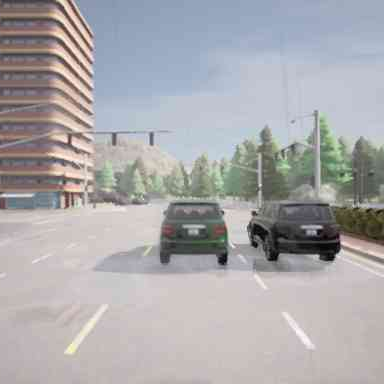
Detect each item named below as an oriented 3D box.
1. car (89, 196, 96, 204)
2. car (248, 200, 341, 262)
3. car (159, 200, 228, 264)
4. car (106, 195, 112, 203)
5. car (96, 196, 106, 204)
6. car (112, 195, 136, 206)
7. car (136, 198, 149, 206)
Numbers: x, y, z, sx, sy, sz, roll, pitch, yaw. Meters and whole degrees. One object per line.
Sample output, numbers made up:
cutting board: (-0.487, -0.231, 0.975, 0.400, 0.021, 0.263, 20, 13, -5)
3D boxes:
car: (-24.533, 1.973, 74.547, 4.892, 1.490, 1.837, 0, 0, 31)
car: (3.572, 1.303, 12.558, 2.150, 2.045, 5.566, 0, 0, 0)
car: (0.068, 1.295, 12.255, 2.150, 2.045, 5.566, 0, -1, 0)
car: (-22.207, 1.765, 85.198, 5.566, 2.045, 2.150, 0, 0, 23)
car: (-23.083, 2.088, 77.742, 4.718, 1.301, 1.895, 0, 0, 31)
car: (-13.020, 1.755, 63.587, 2.097, 1.767, 4.553, 0, 0, -33)
car: (-10.612, 1.965, 66.392, 2.033, 1.411, 5.357, 0, 0, -34)
